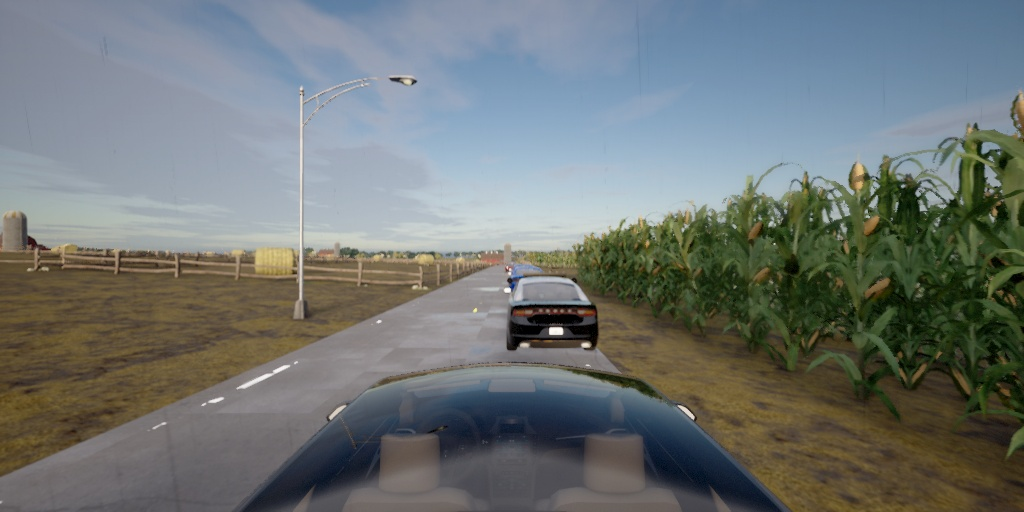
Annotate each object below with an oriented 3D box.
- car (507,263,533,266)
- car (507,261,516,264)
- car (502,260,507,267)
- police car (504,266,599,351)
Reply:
[{"bbox_3d":[0.819,1.305,19.158,1.882,1.535,5.008,0,0,0],"label":"car"},{"bbox_3d":[0.814,1.325,25.157,1.882,1.535,5.008,0,0,0],"label":"car"},{"bbox_3d":[0.020,1.536,47.509,1.895,1.301,4.718,0,0,0],"label":"car"},{"bbox_3d":[0.822,1.211,9.268,1.930,1.638,5.238,0,0,0],"label":"police car"}]
